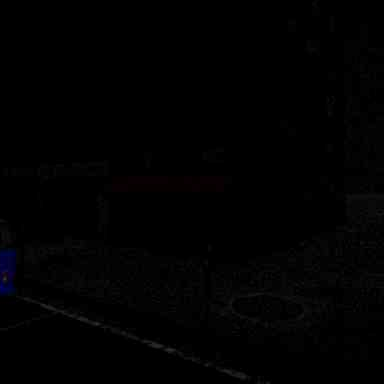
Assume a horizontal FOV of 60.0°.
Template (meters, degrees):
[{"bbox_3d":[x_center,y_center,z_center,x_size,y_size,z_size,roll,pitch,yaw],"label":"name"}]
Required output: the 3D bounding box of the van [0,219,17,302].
[{"bbox_3d":[-5.293,1.340,6.864,3.998,1.788,1.690,0,0,36],"label":"van"}]
